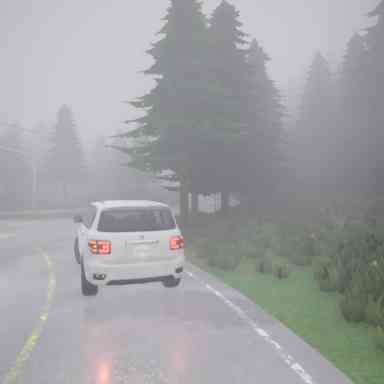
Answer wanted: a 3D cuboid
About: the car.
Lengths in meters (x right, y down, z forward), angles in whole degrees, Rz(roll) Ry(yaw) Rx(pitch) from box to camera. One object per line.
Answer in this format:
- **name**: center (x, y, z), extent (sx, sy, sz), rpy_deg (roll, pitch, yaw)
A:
- **car**: center (-1.917, 1.221, 9.031), extent (2.150, 2.045, 5.566), rpy_deg (0, 0, -20)
